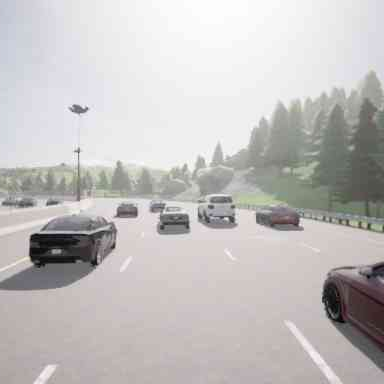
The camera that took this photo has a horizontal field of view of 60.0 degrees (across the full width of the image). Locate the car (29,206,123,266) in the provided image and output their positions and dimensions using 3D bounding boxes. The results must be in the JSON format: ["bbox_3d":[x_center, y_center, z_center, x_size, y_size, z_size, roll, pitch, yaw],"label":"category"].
[{"bbox_3d":[-3.864,1.486,11.609,1.882,1.535,5.008,0,0,-3],"label":"car"}]

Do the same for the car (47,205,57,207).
[{"bbox_3d":[-21.647,1.645,52.538,1.895,1.301,4.718,0,0,-15],"label":"car"}]

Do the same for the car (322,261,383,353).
[{"bbox_3d":[3.441,1.557,4.539,1.994,1.385,4.181,0,0,-1],"label":"car"}]

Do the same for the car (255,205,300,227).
[{"bbox_3d":[5.693,1.554,22.670,1.994,1.385,4.181,0,0,-6],"label":"car"}]

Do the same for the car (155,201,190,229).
[{"bbox_3d":[-1.220,1.551,21.868,2.033,1.411,5.357,0,0,-6],"label":"car"}]

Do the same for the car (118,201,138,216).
[{"bbox_3d":[-6.238,1.577,32.360,1.994,1.385,4.181,0,0,-9],"label":"car"}]

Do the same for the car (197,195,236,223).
[{"bbox_3d":[1.801,1.219,25.906,2.150,2.045,5.566,0,0,-7],"label":"car"}]

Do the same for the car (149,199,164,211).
[{"bbox_3d":[-4.219,1.557,40.815,2.033,1.411,5.357,0,0,-12],"label":"car"}]
